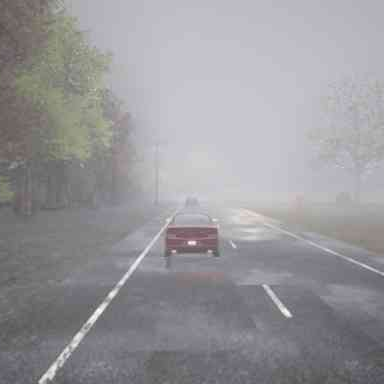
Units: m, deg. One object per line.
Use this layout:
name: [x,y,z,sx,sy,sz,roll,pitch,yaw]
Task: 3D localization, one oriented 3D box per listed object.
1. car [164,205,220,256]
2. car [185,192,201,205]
car: [-0.001,1.480,13.136,1.882,1.535,5.008,0,0,0]
car: [-0.002,1.341,54.499,2.097,1.767,4.553,0,0,0]
